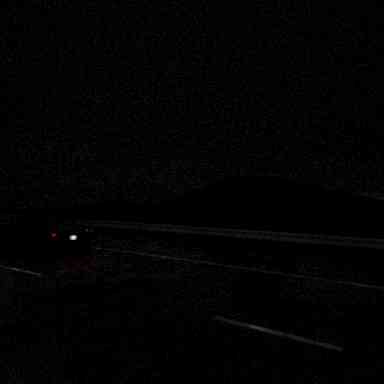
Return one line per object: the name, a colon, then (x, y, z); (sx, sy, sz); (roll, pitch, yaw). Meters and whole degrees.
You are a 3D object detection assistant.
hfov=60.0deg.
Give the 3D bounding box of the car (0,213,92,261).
car: (-5.603, 1.475, 12.007); (4.181, 1.385, 1.994); (0, 1, 32)
